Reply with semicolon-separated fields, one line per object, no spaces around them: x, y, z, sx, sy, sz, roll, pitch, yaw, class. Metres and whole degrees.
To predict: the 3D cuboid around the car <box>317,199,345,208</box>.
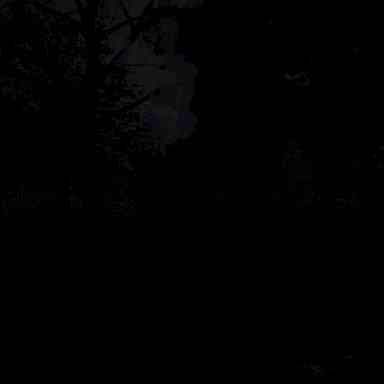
23.539;1.923;56.357;5.357;1.411;2.033;1;-1;-38;car

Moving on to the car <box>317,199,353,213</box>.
16.961;1.602;39.566;1.882;1.535;5.008;0;0;-13;car
